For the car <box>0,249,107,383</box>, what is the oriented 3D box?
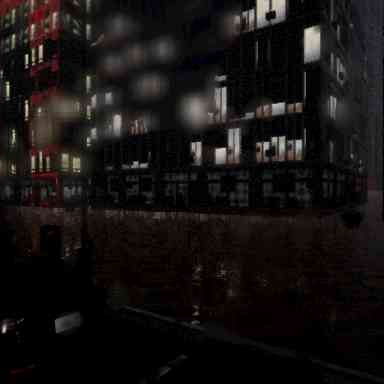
[{"bbox_3d":[-3.144,1.564,5.112,4.313,1.339,1.947,0,0,35],"label":"car"}]
